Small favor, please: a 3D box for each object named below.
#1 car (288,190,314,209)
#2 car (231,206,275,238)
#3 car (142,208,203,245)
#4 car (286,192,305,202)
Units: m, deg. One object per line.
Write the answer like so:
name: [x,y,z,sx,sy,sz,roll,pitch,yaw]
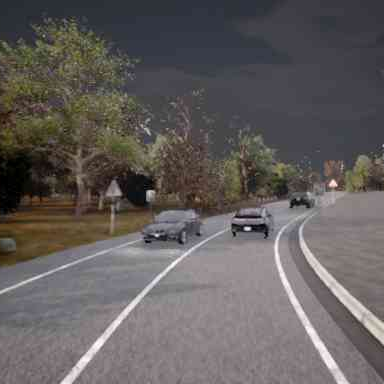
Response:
car: [13.076,0.837,39.498,2.150,2.045,5.566,-2,1,27]
car: [3.360,1.514,17.953,2.128,1.511,4.902,-1,0,18]
car: [-0.784,1.586,16.232,1.837,1.490,4.892,-1,-1,17]
car: [17.229,0.789,54.962,2.128,1.511,4.902,-2,1,27]
